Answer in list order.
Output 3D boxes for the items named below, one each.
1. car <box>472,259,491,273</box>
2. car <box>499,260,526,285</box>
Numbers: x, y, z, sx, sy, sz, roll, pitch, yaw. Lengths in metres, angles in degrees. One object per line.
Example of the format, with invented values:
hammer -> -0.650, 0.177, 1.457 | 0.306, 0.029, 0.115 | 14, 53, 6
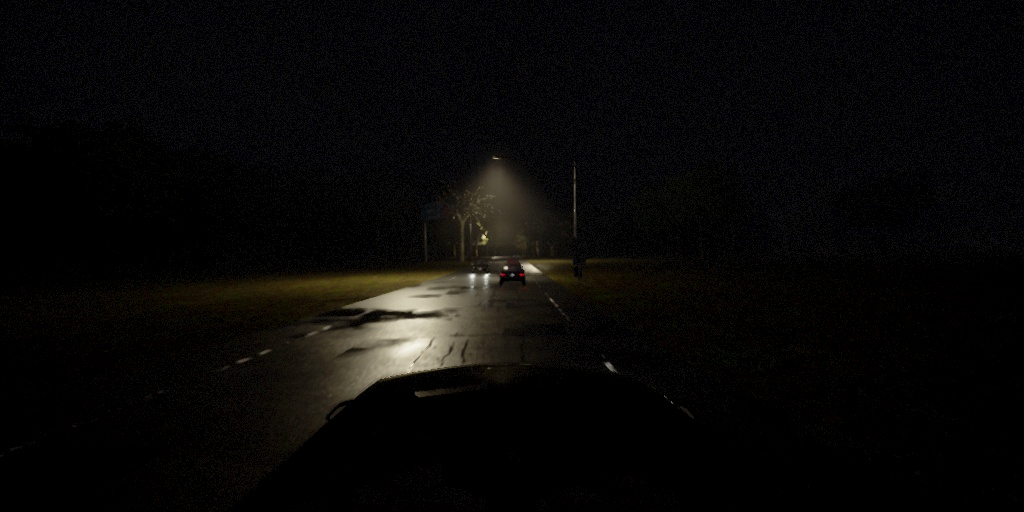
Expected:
car -> -3.461, 1.164, 41.130 | 1.837, 1.490, 4.892 | 0, 1, 0
car -> 0.041, 1.260, 25.763 | 2.033, 1.411, 5.357 | 0, 0, 0
